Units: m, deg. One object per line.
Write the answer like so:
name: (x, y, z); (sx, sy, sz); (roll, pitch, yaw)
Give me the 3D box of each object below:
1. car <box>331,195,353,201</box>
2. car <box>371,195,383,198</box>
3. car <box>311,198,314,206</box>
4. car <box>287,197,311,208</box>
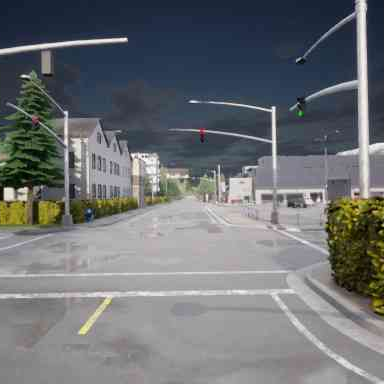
car: (25.504, 1.398, 56.519); (2.152, 1.636, 5.027); (-1, -1, 0)
car: (19.127, 1.183, 31.256); (1.905, 1.878, 3.866); (-1, -1, 0)
car: (19.090, 1.573, 56.182); (1.970, 1.475, 3.806); (-1, -1, 0)
car: (15.442, 1.629, 49.125); (2.007, 1.523, 4.514); (-1, -1, 0)
